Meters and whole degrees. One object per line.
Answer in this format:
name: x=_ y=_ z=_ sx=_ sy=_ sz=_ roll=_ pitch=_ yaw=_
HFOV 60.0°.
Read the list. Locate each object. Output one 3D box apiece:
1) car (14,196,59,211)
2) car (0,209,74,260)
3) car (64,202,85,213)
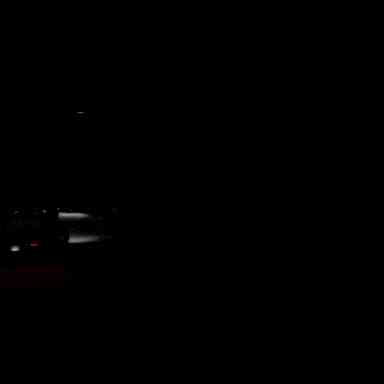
car: x=-11.497 y=1.325 z=24.895 sx=2.150 sy=2.045 sz=5.566 roll=1 pitch=-1 yaw=-11
car: x=-5.922 y=1.580 z=12.581 sx=1.812 sy=1.442 sz=4.674 roll=1 pitch=0 yaw=-11
car: x=-14.832 y=1.930 z=42.126 sx=1.895 sy=1.301 sz=4.718 roll=1 pitch=-1 yaw=-11
